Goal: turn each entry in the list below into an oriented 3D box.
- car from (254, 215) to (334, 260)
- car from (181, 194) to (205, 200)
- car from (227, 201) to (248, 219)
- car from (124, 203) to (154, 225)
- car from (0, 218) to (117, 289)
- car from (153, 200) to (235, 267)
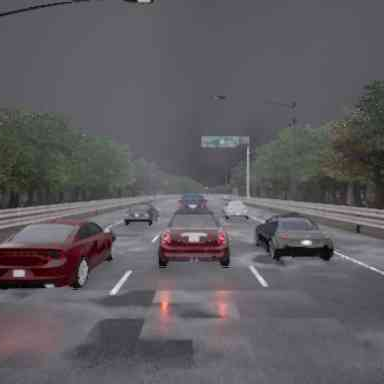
[{"bbox_3d":[3.577,1.540,12.362,1.994,1.385,4.181,0,0,0],"label":"car"},{"bbox_3d":[0.079,1.179,26.094,2.150,2.045,5.566,0,0,0],"label":"car"},{"bbox_3d":[3.590,1.479,28.054,1.812,1.442,4.674,0,0,0],"label":"car"},{"bbox_3d":[-3.445,1.506,23.386,2.033,1.411,5.357,0,0,1],"label":"car"},{"bbox_3d":[-3.446,1.459,9.139,1.882,1.535,5.008,0,0,0],"label":"car"},{"bbox_3d":[0.071,1.329,11.444,2.097,1.767,4.553,0,0,0],"label":"car"}]
